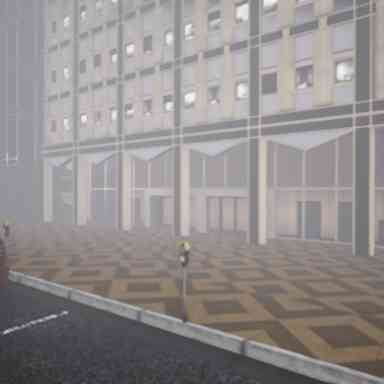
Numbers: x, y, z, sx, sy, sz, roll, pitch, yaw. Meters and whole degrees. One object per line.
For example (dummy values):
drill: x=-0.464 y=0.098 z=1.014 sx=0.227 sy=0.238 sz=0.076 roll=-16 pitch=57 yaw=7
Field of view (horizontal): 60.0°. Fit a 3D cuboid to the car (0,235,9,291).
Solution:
car: x=-5.849 y=1.248 z=7.052 sx=5.009 sy=1.841 sz=2.192 roll=1 pitch=0 yaw=36
